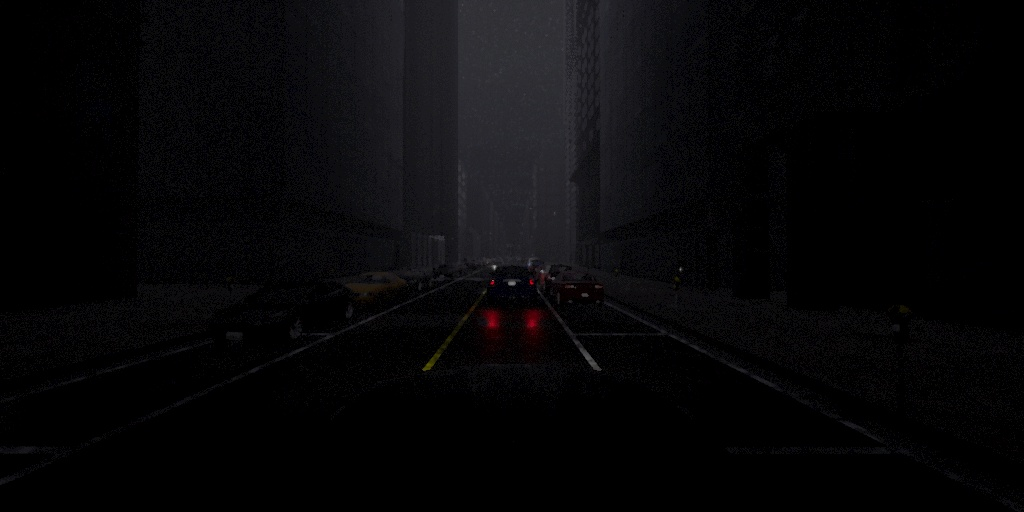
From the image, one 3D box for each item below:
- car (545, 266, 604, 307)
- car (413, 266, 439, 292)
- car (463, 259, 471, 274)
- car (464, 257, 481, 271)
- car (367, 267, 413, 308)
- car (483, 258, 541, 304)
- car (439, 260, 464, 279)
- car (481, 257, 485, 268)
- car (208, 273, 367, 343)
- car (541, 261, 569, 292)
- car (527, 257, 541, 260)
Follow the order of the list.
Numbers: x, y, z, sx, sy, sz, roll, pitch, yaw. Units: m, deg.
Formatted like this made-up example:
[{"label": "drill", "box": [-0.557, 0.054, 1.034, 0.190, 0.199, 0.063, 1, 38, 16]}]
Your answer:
[{"label": "car", "box": [2.669, 1.295, 15.359, 1.888, 1.381, 4.507, 0, 0, 0]}, {"label": "car", "box": [-5.857, 1.302, 20.990, 2.007, 1.370, 4.403, 0, 0, 0]}, {"label": "car", "box": [-5.857, 1.302, 37.864, 1.888, 1.381, 4.507, 0, 0, 0]}, {"label": "car", "box": [-5.857, 1.077, 49.112, 2.192, 1.841, 5.009, 0, 0, 0]}, {"label": "car", "box": [-5.857, 1.275, 15.196, 1.751, 1.417, 4.829, 0, 0, 0]}, {"label": "car", "box": [0.000, 1.117, 16.471, 2.097, 1.767, 4.553, 0, 0, 0]}, {"label": "car", "box": [-5.857, 1.320, 32.239, 1.948, 1.339, 4.313, 0, 0, 0]}, {"label": "car", "box": [-5.857, 1.315, 60.361, 1.888, 1.381, 4.507, 0, 0, 0]}, {"label": "car", "box": [-5.857, 1.314, 9.741, 1.948, 1.339, 4.313, 0, 0, 0]}, {"label": "car", "box": [2.669, 1.191, 20.983, 1.967, 1.591, 4.097, 0, 0, 0]}, {"label": "car", "box": [2.669, 1.197, 37.856, 1.967, 1.591, 4.097, 0, 0, 0]}]
